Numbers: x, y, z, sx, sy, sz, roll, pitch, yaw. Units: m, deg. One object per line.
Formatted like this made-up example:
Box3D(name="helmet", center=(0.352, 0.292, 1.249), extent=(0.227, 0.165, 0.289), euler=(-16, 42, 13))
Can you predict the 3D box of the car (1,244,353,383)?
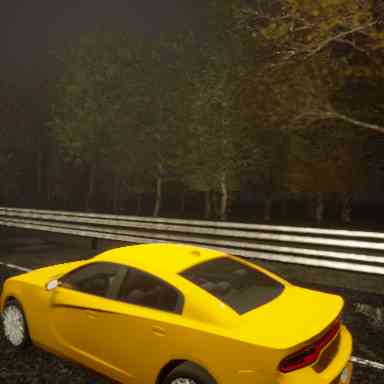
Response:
Box3D(name="car", center=(-0.634, 1.460, 4.454), extent=(5.008, 1.535, 1.882), euler=(0, 0, 36))
